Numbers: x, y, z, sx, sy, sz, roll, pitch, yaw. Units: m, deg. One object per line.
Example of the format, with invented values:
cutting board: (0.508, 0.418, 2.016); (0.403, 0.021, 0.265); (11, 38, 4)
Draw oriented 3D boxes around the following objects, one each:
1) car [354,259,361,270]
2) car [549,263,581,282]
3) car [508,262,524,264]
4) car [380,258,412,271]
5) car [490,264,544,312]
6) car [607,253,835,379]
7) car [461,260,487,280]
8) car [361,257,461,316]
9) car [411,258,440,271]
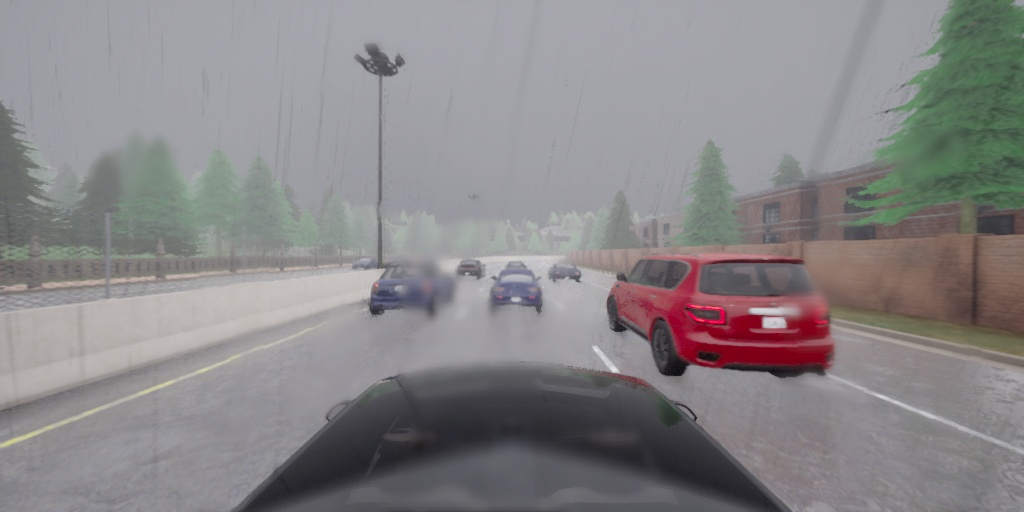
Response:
car: (-17.220, 0.888, 42.807); (1.812, 1.442, 4.674); (0, 0, 1)
car: (3.793, 1.197, 26.509); (1.895, 1.301, 4.718); (0, 0, 1)
car: (0.320, 1.125, 28.805); (1.994, 1.385, 4.181); (0, 0, 1)
car: (-13.722, 0.930, 42.853); (2.033, 1.411, 5.357); (0, 0, 1)
car: (0.170, 1.193, 13.582); (1.812, 1.442, 4.674); (0, 0, 0)
car: (3.585, 0.953, 7.451); (2.150, 2.045, 5.566); (0, 1, 2)
car: (-3.183, 1.047, 28.534); (1.837, 1.490, 4.892); (0, 0, 1)
car: (-3.329, 1.004, 12.936); (2.097, 1.767, 4.553); (0, 0, 1)
car: (-10.224, 0.950, 42.800); (2.033, 1.411, 5.357); (0, 0, 1)
